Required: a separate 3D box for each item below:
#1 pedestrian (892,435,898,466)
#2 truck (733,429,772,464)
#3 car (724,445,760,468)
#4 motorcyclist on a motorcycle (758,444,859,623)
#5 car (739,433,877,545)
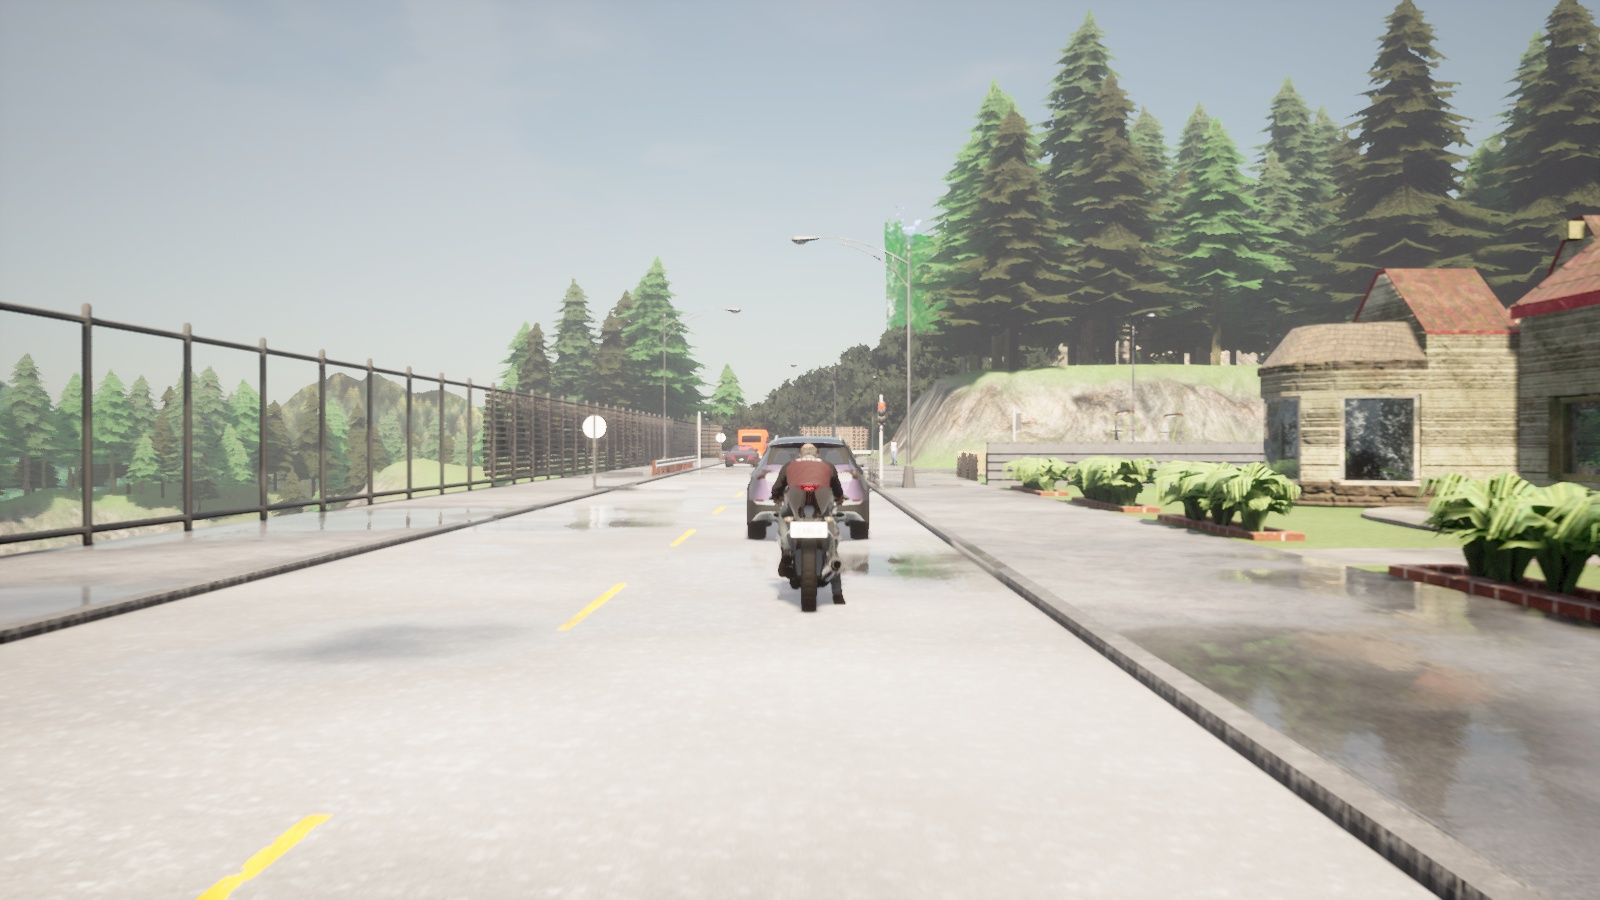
[{"bbox_3d":[5.751,0.032,76.166,0.354,1.836,0.706,0,0,1],"label":"pedestrian"},{"bbox_3d":[-3.431,-0.247,91.388,2.627,2.467,5.204,0,0,0],"label":"truck"},{"bbox_3d":[-3.519,0.373,77.216,1.994,1.385,4.181,0,0,0],"label":"car"},{"bbox_3d":[0.083,0.715,11.880,0.866,1.530,2.191,0,0,0],"label":"motorcyclist on a motorcycle"},{"bbox_3d":[0.136,0.559,20.851,2.033,1.649,4.856,0,0,0],"label":"car"}]
